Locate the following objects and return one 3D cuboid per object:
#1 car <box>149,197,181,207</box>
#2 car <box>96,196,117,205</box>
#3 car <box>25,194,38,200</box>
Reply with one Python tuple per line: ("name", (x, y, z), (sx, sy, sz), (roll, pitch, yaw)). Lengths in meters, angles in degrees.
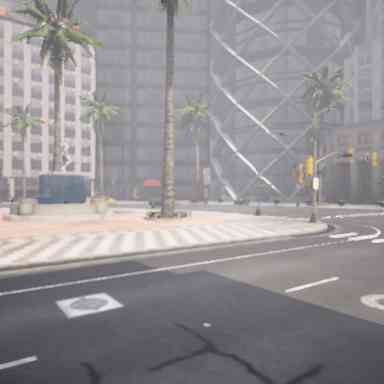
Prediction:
("car", (-4.031, 1.531, 49.117), (4.902, 1.511, 2.128), (0, 0, 22))
("car", (-15.908, 1.511, 58.908), (5.008, 1.535, 1.882), (0, 0, 2))
("car", (-26.293, 1.240, 58.355), (5.566, 2.045, 2.150), (0, 0, -10))
